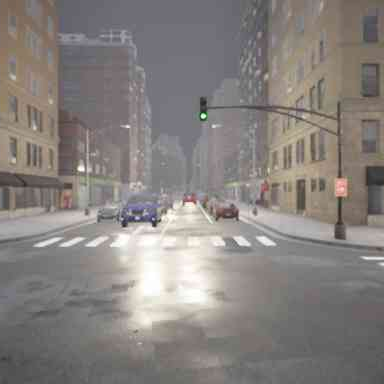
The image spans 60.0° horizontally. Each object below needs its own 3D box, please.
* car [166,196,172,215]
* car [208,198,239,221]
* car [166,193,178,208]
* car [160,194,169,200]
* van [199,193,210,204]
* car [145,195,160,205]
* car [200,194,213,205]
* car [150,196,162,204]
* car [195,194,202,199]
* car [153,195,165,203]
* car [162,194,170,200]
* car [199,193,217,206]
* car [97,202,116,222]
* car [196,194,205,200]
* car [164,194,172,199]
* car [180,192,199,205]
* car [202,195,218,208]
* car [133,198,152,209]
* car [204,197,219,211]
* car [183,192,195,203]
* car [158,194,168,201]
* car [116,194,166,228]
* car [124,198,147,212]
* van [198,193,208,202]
[{"bbox_3d":[-3.305,1.429,32.240,1.994,1.385,4.181,0,0,-2],"label":"car"},{"bbox_3d":[2.526,1.420,25.512,1.887,1.381,4.507,0,0,-1],"label":"car"},{"bbox_3d":[-3.311,1.307,42.424,2.128,1.511,4.902,0,0,-1],"label":"car"},{"bbox_3d":[-6.534,1.226,80.343,1.752,1.417,4.829,0,0,-1],"label":"car"},{"bbox_3d":[2.204,1.067,58.553,1.690,1.788,3.998,0,0,-1],"label":"van"},{"bbox_3d":[-6.267,1.225,52.971,1.967,1.590,4.097,0,0,-1],"label":"car"},{"bbox_3d":[2.257,1.186,53.045,1.967,1.590,4.097,0,0,-1],"label":"car"},{"bbox_3d":[-6.321,1.347,58.480,1.802,1.307,4.206,0,0,-1],"label":"car"},{"bbox_3d":[1.880,1.160,91.767,1.752,1.417,4.829,0,0,-1],"label":"car"},{"bbox_3d":[-6.375,1.313,63.988,1.947,1.339,4.313,0,0,-1],"label":"car"},{"bbox_3d":[-6.590,1.269,86.022,1.802,1.307,4.206,0,0,-1],"label":"car"},{"bbox_3d":[2.365,1.107,42.031,2.192,1.841,5.009,0,0,-1],"label":"car"},{"bbox_3d":[-5.998,1.465,25.433,2.008,1.369,4.403,0,0,-1],"label":"car"},{"bbox_3d":[1.989,1.212,80.583,2.008,1.369,4.403,0,0,-1],"label":"car"},{"bbox_3d":[-6.644,1.240,91.530,1.947,1.339,4.313,0,0,-1],"label":"car"},{"bbox_3d":[-0.407,0.982,52.242,2.150,2.045,5.566,0,0,-1],"label":"car"},{"bbox_3d":[2.417,1.342,36.696,1.752,1.417,4.829,0,0,-1],"label":"car"},{"bbox_3d":[-6.160,1.413,41.956,1.802,1.307,4.206,0,0,-1],"label":"car"},{"bbox_3d":[2.473,1.411,31.019,1.947,1.339,4.313,0,0,-1],"label":"car"},{"bbox_3d":[-0.512,0.945,62.960,2.150,2.045,5.566,0,0,-1],"label":"car"},{"bbox_3d":[-6.483,1.155,75.004,1.967,1.590,4.097,0,0,-1],"label":"car"},{"bbox_3d":[-3.214,1.142,22.183,2.150,2.045,5.566,0,0,-1],"label":"car"},{"bbox_3d":[-6.106,1.401,36.449,1.887,1.381,4.507,0,0,-1],"label":"car"},{"bbox_3d":[2.150,1.049,64.059,1.690,1.788,3.998,0,0,-1],"label":"van"}]
